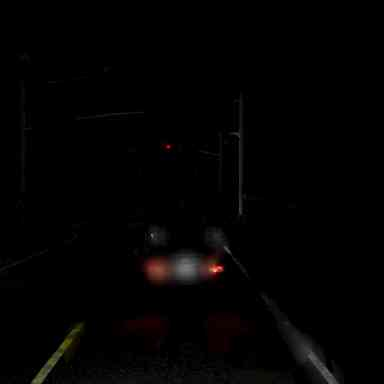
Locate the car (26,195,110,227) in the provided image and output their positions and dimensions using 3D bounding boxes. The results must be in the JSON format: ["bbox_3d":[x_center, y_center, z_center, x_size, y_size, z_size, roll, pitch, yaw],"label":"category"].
[{"bbox_3d":[-8.439,1.221,22.603,5.566,2.045,2.150,0,0,-7],"label":"car"}]

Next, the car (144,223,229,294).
[{"bbox_3d":[-0.174,1.553,8.951,2.033,1.411,5.357,0,0,-1],"label":"car"}]

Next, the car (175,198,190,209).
[{"bbox_3d":[-1.318,1.577,46.204,2.033,1.411,5.357,0,0,-2],"label":"car"}]
